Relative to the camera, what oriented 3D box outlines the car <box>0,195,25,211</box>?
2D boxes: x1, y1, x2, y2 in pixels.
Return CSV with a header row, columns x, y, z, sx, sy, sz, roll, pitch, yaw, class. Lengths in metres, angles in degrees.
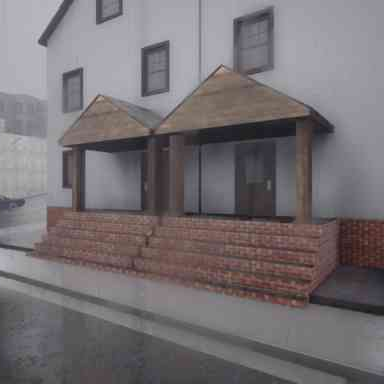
x,y,z,sx,sy,sz,roll,pitch,yaw,class
-15.508,1.012,25.414,1.895,1.301,4.718,0,6,35,car
